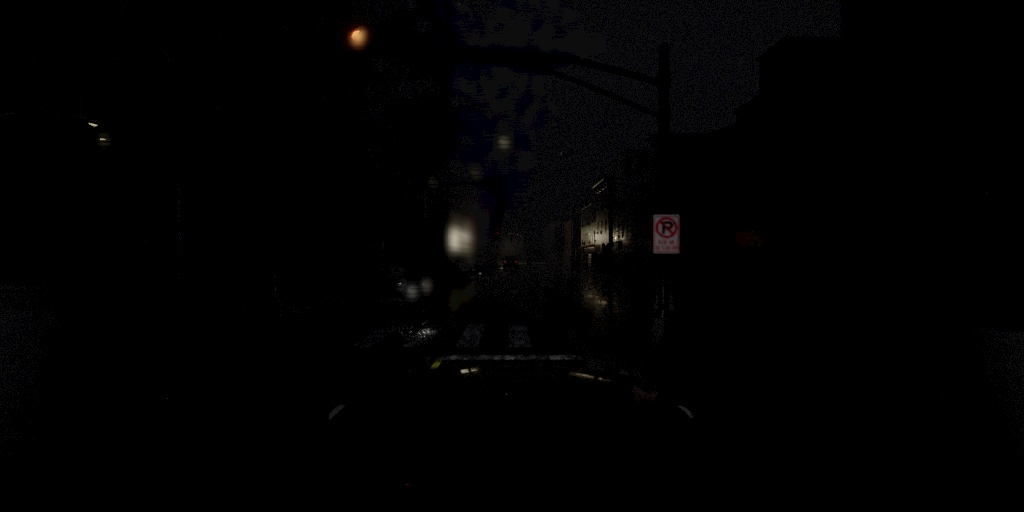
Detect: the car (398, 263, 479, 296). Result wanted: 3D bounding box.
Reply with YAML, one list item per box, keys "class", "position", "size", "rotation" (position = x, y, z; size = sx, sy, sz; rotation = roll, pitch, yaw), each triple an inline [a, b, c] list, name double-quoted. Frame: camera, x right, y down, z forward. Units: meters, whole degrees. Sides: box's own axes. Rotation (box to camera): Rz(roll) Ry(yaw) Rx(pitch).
- class: "car"
  position: [-3.947, 1.303, 19.595]
  size: [2.033, 1.411, 5.357]
  rotation: [0, 0, 18]

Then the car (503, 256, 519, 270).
- class: "car"
  position: [-0.194, 0.992, 52.552]
  size: [2.150, 2.045, 5.566]
  rotation: [0, 0, 0]

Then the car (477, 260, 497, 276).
- class: "car"
  position: [-2.982, 1.309, 36.983]
  size: [2.033, 1.411, 5.357]
  rotation: [0, 0, 0]
